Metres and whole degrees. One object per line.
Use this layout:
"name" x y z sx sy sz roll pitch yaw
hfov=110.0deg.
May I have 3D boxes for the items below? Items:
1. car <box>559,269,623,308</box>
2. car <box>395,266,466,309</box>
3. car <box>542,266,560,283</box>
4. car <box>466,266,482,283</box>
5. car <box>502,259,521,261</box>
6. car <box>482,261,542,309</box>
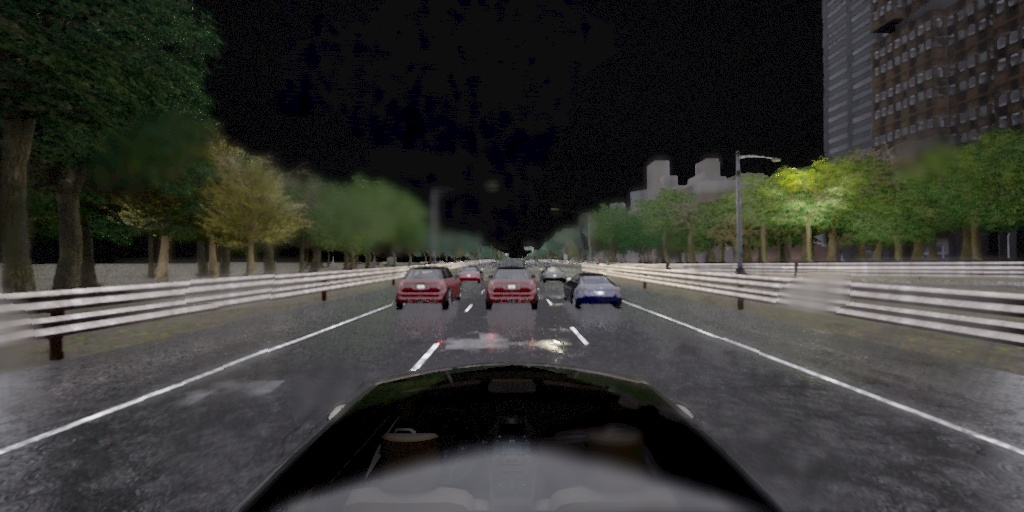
"car" 3.496 1.451 16.184 1.994 1.385 4.181 0 0 0
"car" -3.508 1.234 15.930 2.097 1.767 4.553 0 -1 0
"car" 3.485 1.586 31.178 1.994 1.385 4.181 0 0 0
"car" -3.513 1.586 31.181 1.994 1.385 4.181 0 0 0
"car" -0.019 1.236 30.858 2.150 2.045 5.566 0 0 0
"car" -0.007 1.234 15.933 2.097 1.767 4.553 0 -1 0
